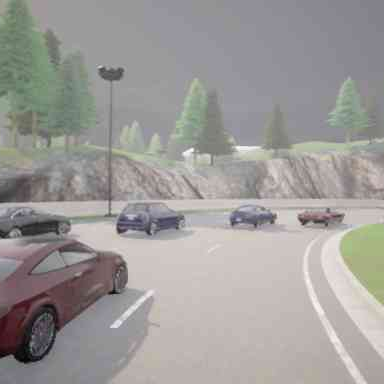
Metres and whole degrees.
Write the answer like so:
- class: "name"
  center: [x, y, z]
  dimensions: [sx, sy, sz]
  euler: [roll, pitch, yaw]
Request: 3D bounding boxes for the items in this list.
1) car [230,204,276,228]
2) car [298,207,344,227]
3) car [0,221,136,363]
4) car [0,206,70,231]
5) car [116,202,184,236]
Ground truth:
- class: "car"
  center: [4.162, 1.566, 22.493]
  dimensions: [1.812, 1.442, 4.674]
  euler: [0, 0, 34]
- class: "car"
  center: [9.281, 1.697, 23.643]
  dimensions: [1.895, 1.301, 4.718]
  euler: [1, 0, 39]
- class: "car"
  center: [-2.652, 1.495, 5.795]
  dimensions: [1.812, 1.442, 4.674]
  euler: [0, 0, 9]
- class: "car"
  center: [-7.600, 1.405, 15.145]
  dimensions: [2.128, 1.511, 4.902]
  euler: [0, 0, 19]
- class: "car"
  center: [-2.153, 1.324, 18.423]
  dimensions: [2.097, 1.767, 4.553]
  euler: [1, 0, 24]
